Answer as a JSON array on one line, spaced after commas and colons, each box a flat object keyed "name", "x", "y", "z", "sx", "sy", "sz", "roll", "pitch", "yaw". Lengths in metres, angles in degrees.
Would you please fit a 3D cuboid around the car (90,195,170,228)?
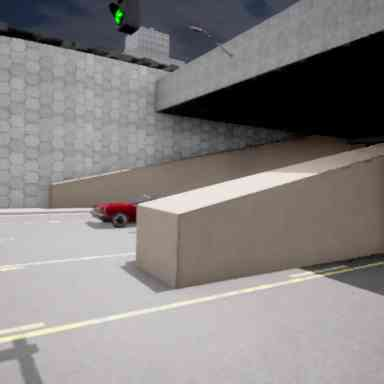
[{"name": "car", "x": -2.082, "y": 0.784, "z": 15.103, "sx": 4.718, "sy": 1.301, "sz": 1.895, "roll": 0, "pitch": 3, "yaw": -32}]
